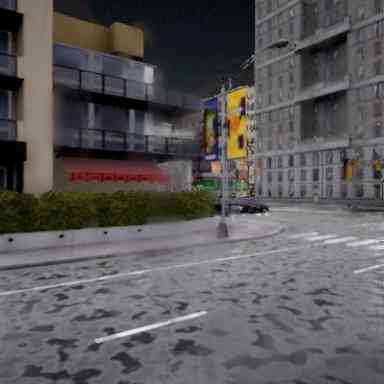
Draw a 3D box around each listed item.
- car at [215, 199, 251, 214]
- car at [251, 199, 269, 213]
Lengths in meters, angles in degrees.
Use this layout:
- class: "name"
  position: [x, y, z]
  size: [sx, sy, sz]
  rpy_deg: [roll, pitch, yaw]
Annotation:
- class: "car"
  position: [3.463, 1.457, 35.126]
  size: [2.128, 1.511, 4.902]
  rpy_deg: [0, 0, -35]
- class: "car"
  position: [6.147, 1.508, 37.392]
  size: [2.033, 1.411, 5.357]
  rpy_deg: [0, 0, -35]
